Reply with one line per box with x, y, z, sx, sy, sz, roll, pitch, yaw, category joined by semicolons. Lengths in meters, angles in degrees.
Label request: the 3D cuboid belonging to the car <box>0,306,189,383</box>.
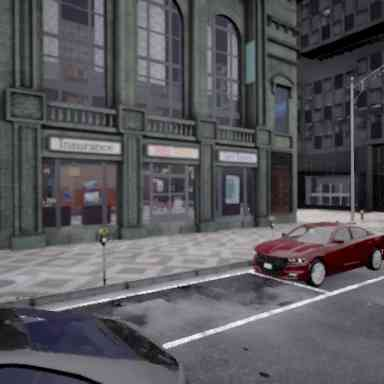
-1.991;1.566;1.959;4.181;1.385;1.994;0;0;-35;car

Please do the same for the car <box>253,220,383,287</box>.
3.642;1.518;9.247;4.507;1.381;1.887;0;0;-35;car
